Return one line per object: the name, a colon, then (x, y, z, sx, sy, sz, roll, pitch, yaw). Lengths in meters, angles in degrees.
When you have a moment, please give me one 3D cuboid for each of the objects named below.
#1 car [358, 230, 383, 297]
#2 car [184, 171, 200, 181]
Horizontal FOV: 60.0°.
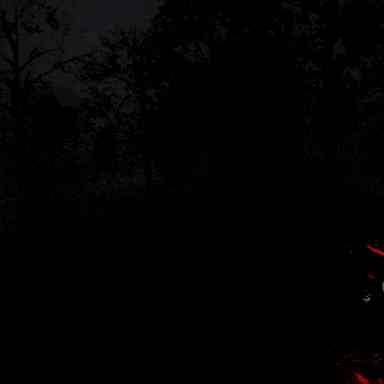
car: (4.944, 0.834, 5.027, 4.892, 1.490, 1.837, -5, 6, -16)
car: (-0.730, -2.422, 50.110, 1.882, 1.535, 5.008, -6, 4, -34)
